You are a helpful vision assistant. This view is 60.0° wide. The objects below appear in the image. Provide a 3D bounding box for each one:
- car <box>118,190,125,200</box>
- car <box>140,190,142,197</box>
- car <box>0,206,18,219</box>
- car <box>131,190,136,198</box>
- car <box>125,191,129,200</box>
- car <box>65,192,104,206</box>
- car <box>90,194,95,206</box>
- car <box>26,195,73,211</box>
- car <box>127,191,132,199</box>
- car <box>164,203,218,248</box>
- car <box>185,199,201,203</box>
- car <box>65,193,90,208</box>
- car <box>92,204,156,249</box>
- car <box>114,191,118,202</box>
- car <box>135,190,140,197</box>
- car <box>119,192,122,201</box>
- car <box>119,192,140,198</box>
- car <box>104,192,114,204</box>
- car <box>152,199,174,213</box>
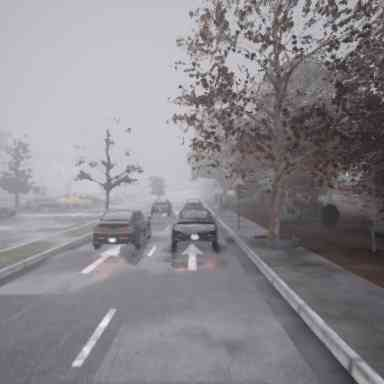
[{"bbox_3d":[-16.833,1.021,68.942,4.553,1.767,2.185,-1,1,-20],"label":"car"},{"bbox_3d":[-16.609,0.816,87.025,5.366,1.575,1.946,-1,1,-20],"label":"car"},{"bbox_3d":[-16.815,1.466,26.929,4.792,1.488,2.163,-1,0,-20],"label":"car"},{"bbox_3d":[-16.763,0.959,80.971,4.792,1.488,2.163,-1,1,-20],"label":"car"},{"bbox_3d":[-16.800,1.136,71.955,4.674,1.452,2.002,-1,1,-20],"label":"car"},{"bbox_3d":[-16.796,1.106,50.949,5.566,2.045,2.435,-1,0,-20],"label":"car"},{"bbox_3d":[-16.825,1.412,47.931,4.674,1.452,2.002,-1,0,-20],"label":"car"},{"bbox_3d":[-16.804,1.435,38.935,4.792,1.488,2.163,-1,0,-20],"label":"car"},{"bbox_3d":[-16.788,1.042,74.955,5.008,1.535,2.097,-1,1,-20],"label":"car"},{"bbox_3d":[0.105,1.467,14.791,2.128,1.511,4.902,0,0,0],"label":"car"},{"bbox_3d":[0.111,1.435,32.550,1.837,1.490,4.892,0,0,0],"label":"car"},{"bbox_3d":[-16.996,1.386,44.858,5.366,1.575,1.946,-1,1,-20],"label":"car"},{"bbox_3d":[-2.895,1.481,14.488,1.837,1.490,4.892,0,0,0],"label":"car"},{"bbox_3d":[-16.838,1.023,59.929,5.566,2.045,2.435,-1,1,-20],"label":"car"},{"bbox_3d":[-16.765,0.625,83.969,5.566,2.045,2.435,-1,1,-20],"label":"car"},{"bbox_3d":[-16.806,1.237,65.956,4.674,1.452,2.002,-1,1,-20],"label":"car"},{"bbox_3d":[-16.954,0.774,89.891,5.366,1.575,1.946,-1,1,-20],"label":"car"},{"bbox_3d":[-16.640,1.300,57.005,5.366,1.575,1.946,-1,0,-20],"label":"car"},{"bbox_3d":[-2.889,1.421,32.463,2.128,1.511,4.902,0,0,0],"label":"car"}]
